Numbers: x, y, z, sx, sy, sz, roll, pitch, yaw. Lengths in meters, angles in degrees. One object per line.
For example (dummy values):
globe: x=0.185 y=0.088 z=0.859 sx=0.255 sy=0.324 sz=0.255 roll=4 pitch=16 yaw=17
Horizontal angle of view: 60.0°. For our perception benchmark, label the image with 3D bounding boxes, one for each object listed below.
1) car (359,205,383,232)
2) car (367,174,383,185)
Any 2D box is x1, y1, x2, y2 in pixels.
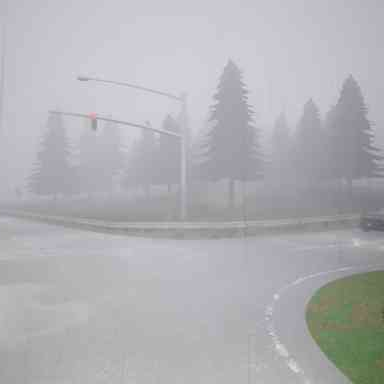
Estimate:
car: x=10.930 y=1.226 z=17.273 sx=5.008 sy=1.535 sz=1.882 roll=-3 pitch=1 yaw=-24
car: x=28.162 y=-2.127 z=51.084 sx=2.150 sy=2.045 sz=5.566 roll=0 pitch=5 yaw=25
